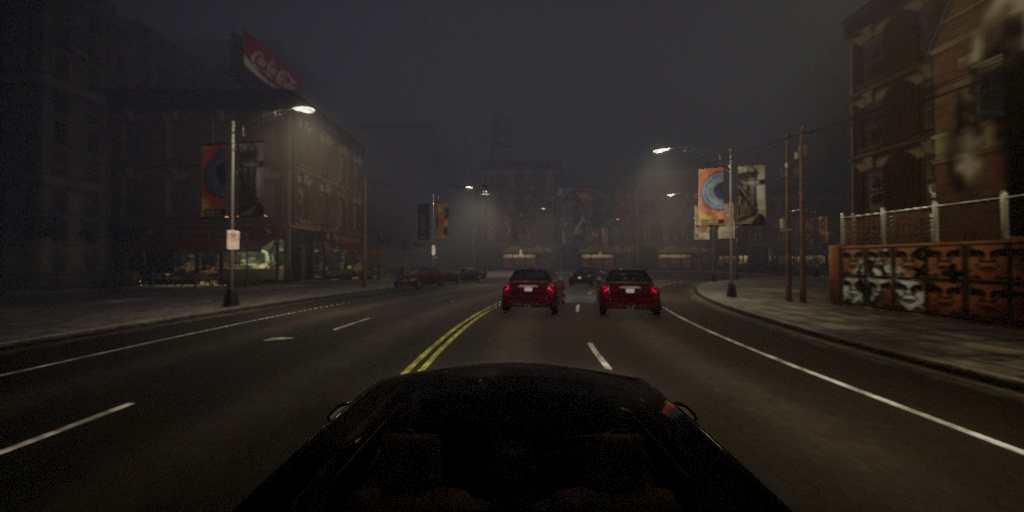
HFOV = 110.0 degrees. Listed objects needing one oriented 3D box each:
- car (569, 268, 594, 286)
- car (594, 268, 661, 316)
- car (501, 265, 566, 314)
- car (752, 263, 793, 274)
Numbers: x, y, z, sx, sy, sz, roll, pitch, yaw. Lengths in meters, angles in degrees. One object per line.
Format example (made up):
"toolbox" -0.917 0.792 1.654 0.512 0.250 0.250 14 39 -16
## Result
"car" 6.049 1.608 28.423 1.994 1.385 4.181 0 -1 30
"car" 4.496 1.240 14.330 2.097 1.767 4.553 0 -1 12
"car" 1.038 1.246 14.884 2.097 1.767 4.553 0 -1 12
"car" 37.659 1.822 51.368 4.674 1.442 1.812 0 -1 -2
